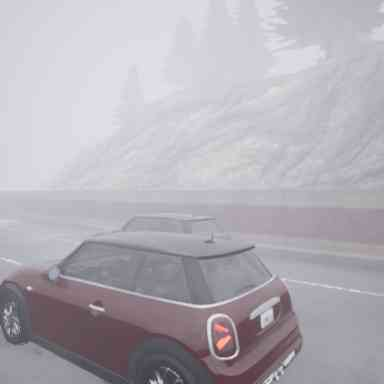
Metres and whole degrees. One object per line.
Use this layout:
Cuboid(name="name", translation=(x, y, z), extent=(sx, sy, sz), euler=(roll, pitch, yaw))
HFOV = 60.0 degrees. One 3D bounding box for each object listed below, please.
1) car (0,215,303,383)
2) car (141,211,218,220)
Cuboid(name="car", translation=(-0.894, 1.361, 4.827), extent=(4.553, 1.767, 2.097), euler=(0, 0, 37))
Cuboid(name="car", translation=(-1.014, 1.370, 9.347), extent=(4.553, 1.767, 2.097), euler=(0, 0, 38))
